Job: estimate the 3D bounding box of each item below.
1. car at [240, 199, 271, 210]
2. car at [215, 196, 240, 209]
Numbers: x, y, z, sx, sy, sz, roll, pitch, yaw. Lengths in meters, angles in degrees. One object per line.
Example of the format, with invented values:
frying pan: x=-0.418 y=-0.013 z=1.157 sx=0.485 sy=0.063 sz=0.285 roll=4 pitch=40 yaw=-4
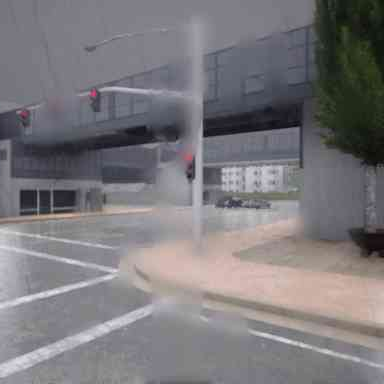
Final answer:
car: x=8.593 y=1.584 z=43.547 sx=1.895 sy=1.301 sz=4.718 roll=0 pitch=0 yaw=36
car: x=4.934 y=1.332 z=44.465 sx=2.097 sy=1.767 sz=4.553 roll=0 pitch=0 yaw=36
